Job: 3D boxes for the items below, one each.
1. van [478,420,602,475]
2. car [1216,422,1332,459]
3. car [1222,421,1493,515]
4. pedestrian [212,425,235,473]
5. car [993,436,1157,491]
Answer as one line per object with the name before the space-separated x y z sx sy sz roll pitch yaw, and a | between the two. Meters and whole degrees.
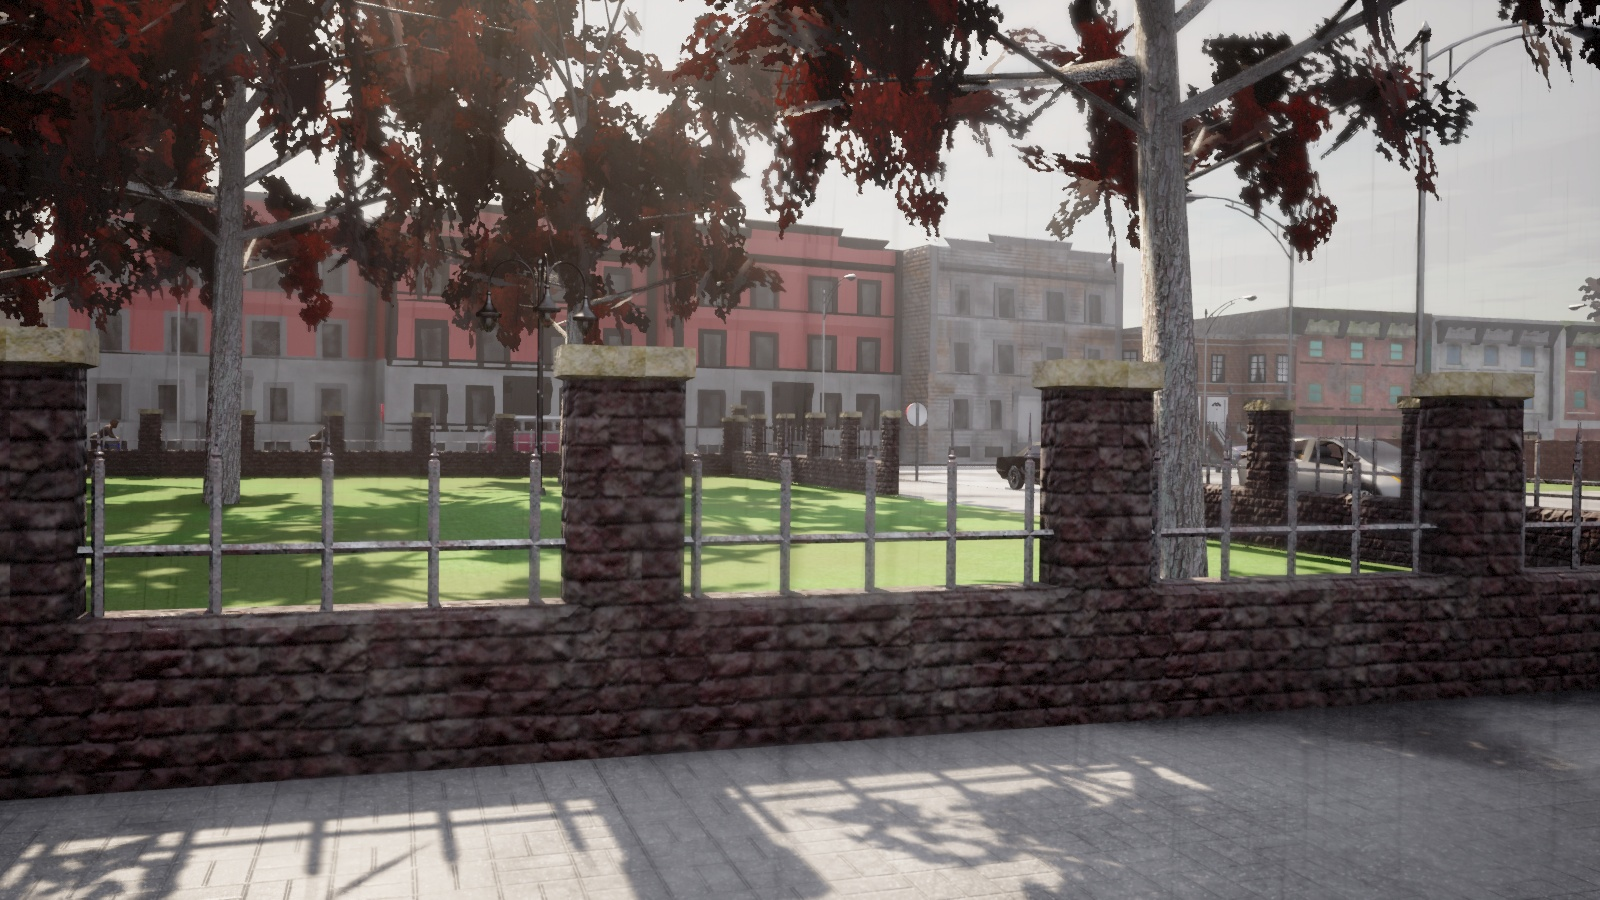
van | -9.943 -0.122 47.980 4.442 1.987 1.775 -1 1 -17
car | 22.012 -0.459 58.345 4.856 1.649 2.033 -1 1 -18
car | 10.067 0.260 23.108 2.007 1.525 4.514 -1 1 -20
pedestrian | -22.538 -0.048 49.095 0.720 1.854 0.376 -1 1 -16
car | 6.994 0.294 32.525 1.895 1.301 4.718 -1 1 -20
